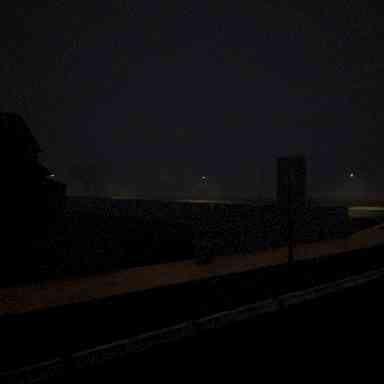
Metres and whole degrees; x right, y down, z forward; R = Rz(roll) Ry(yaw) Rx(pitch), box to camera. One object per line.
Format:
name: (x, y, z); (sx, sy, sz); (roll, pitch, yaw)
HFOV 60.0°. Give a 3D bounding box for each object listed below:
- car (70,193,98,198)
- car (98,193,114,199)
car: (-15.900, 0.951, 46.962); (5.357, 1.411, 2.033); (1, 2, 44)
car: (-13.653, 0.885, 49.309); (5.357, 1.411, 2.033); (1, 2, 44)
